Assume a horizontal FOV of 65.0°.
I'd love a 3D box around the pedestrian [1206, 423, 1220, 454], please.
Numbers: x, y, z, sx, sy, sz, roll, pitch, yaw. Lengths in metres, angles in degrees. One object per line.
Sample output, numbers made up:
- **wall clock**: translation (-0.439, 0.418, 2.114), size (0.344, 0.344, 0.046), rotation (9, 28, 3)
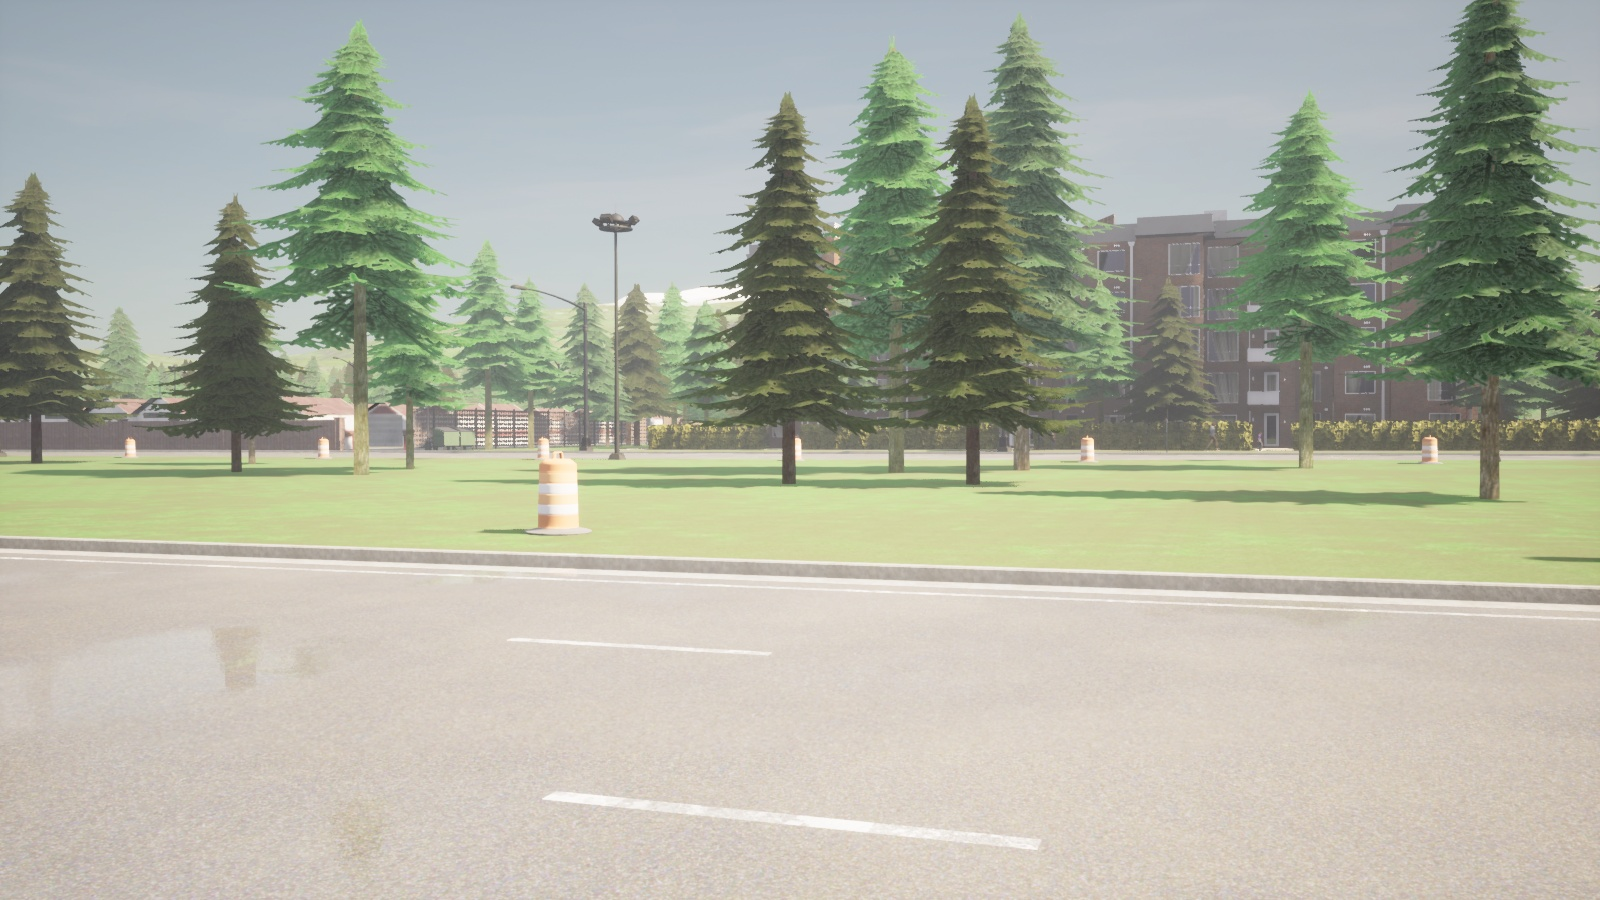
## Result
- **pedestrian**: translation (25.756, -0.703, 78.365), size (0.788, 1.949, 0.423), rotation (1, 1, 18)
